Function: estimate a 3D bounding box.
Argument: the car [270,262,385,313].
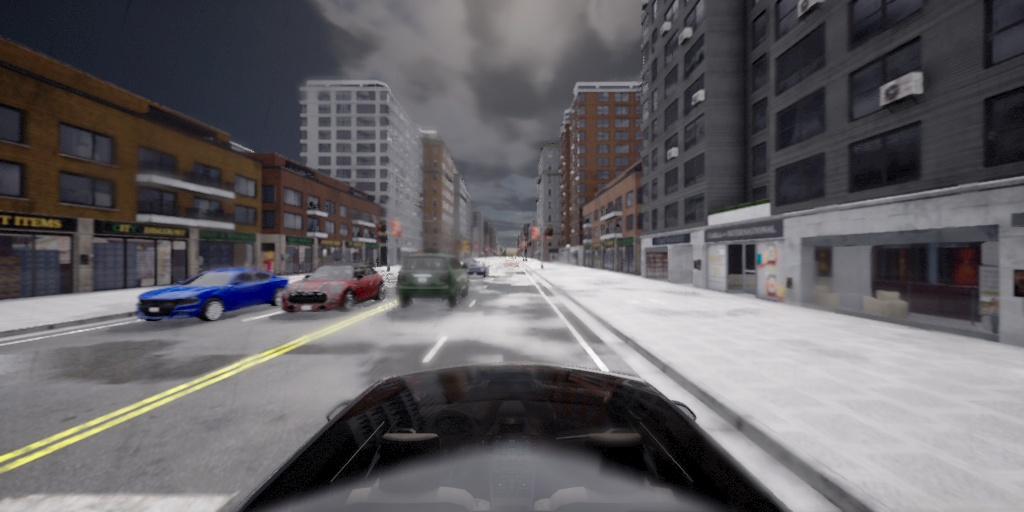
[{"bbox_3d":[-6.603,1.071,13.753,2.097,1.767,4.553,0,0,0],"label":"car"}]

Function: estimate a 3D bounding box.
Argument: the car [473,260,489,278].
[{"bbox_3d":[-3.158,1.270,33.262,1.895,1.301,4.718,0,0,0],"label":"car"}]

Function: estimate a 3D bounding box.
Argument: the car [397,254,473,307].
[{"bbox_3d":[-3.156,0.936,15.312,2.150,2.045,5.566,0,0,0],"label":"car"}]

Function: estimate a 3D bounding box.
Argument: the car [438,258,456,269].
[{"bbox_3d":[-9.820,1.120,54.513,1.837,1.490,4.892,0,0,1],"label":"car"}]

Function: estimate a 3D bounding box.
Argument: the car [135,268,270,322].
[{"bbox_3d":[-9.854,1.201,12.365,1.882,1.535,5.008,0,0,0],"label":"car"}]

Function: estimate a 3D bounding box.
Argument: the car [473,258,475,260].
[{"bbox_3d":[-6.568,1.116,55.926,1.837,1.490,4.892,0,0,0],"label":"car"}]
